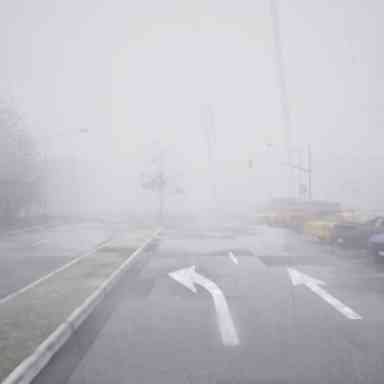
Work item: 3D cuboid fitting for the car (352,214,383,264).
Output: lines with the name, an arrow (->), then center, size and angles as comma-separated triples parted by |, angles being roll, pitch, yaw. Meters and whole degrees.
car -> 8.074, 1.624, 10.838 | 5.008, 1.535, 2.097 | 1, -1, -20

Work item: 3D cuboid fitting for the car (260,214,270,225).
car -> 7.892, 1.833, 25.684 | 5.366, 1.575, 1.946 | 1, -1, -20

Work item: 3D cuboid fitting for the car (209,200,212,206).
car -> 7.878, 2.888, 86.889 | 5.366, 1.575, 1.946 | 2, -2, -20

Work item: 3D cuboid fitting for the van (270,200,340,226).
van -> 7.959, 1.567, 22.729 | 4.442, 1.987, 1.878 | 1, -1, -20

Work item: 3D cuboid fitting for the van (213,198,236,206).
van -> 7.947, 2.325, 77.992 | 4.442, 1.987, 1.878 | 2, -2, -20

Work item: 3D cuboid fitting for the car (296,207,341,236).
car -> 8.240, 1.707, 16.870 | 5.366, 1.575, 1.946 | 1, -1, -20

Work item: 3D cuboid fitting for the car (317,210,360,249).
car -> 8.061, 1.666, 13.823 | 4.892, 1.521, 2.231 | 1, -1, -20

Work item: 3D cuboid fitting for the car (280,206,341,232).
car -> 8.092, 1.781, 19.799 | 4.792, 1.488, 2.163 | 1, -1, -20
